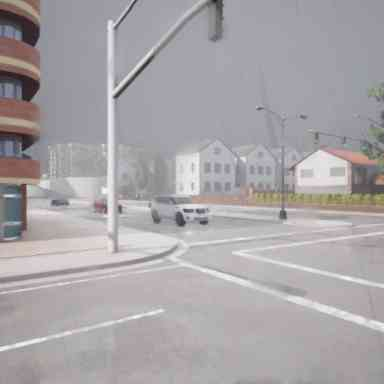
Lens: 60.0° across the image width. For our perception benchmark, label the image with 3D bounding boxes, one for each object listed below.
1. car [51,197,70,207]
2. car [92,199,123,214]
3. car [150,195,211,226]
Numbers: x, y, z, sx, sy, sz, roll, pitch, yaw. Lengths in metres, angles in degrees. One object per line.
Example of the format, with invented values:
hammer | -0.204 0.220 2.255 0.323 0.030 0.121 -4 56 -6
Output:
car | -20.922 1.538 52.651 2.033 1.411 5.357 0 0 -35
car | -8.993 1.469 35.218 1.882 1.535 5.008 0 0 -35
car | -0.957 1.213 23.575 2.150 2.045 5.566 0 0 -35
